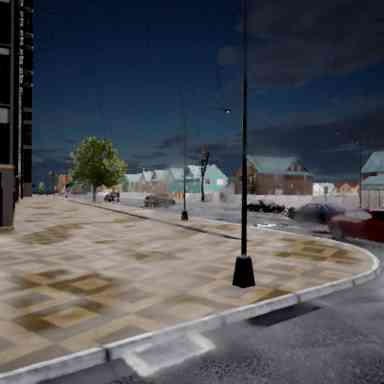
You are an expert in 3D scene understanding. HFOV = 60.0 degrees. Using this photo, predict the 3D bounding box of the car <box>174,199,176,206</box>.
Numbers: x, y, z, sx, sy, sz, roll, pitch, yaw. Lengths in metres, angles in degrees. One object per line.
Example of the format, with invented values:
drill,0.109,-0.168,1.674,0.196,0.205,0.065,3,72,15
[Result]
car,-3.838,0.980,44.119,2.097,1.767,4.553,1,0,-28

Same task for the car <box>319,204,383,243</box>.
car,7.643,1.423,13.729,1.812,1.442,4.674,1,0,-16

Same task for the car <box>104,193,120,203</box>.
car,-13.388,0.994,55.521,2.128,1.511,4.902,1,0,-28

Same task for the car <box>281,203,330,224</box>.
car,8.374,1.417,20.808,2.033,1.411,5.357,1,0,-28

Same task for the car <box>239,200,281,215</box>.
car,6.515,1.400,31.780,1.895,1.301,4.718,1,0,-28

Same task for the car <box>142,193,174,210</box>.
car,-4.134,1.154,37.668,1.837,1.490,4.892,1,0,-28
